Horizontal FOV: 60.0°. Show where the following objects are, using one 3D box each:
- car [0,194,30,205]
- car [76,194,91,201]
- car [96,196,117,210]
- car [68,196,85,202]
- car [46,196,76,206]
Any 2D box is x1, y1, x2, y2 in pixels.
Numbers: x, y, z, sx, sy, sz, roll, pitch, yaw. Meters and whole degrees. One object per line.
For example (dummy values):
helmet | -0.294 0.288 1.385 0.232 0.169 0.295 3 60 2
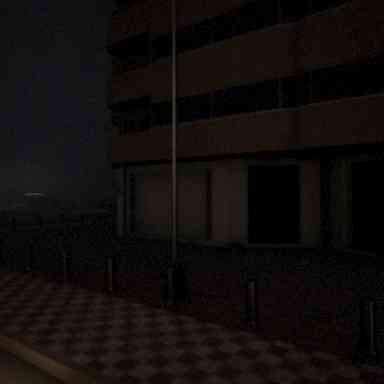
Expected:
car | -37.644 1.436 70.316 1.932 1.855 4.605 0 0 35
car | -27.565 1.440 84.647 1.905 1.878 3.866 0 0 35
car | -10.564 1.519 45.324 2.097 1.767 4.553 0 0 35
car | -29.924 1.688 86.324 1.970 1.475 3.806 0 0 35
car | -23.782 1.625 60.652 1.970 1.475 3.806 0 0 35
